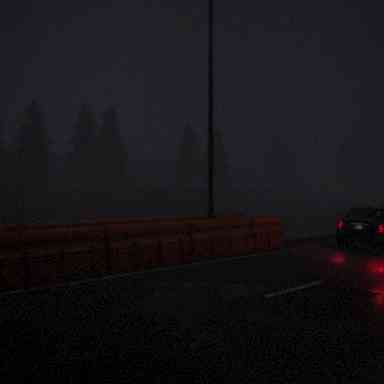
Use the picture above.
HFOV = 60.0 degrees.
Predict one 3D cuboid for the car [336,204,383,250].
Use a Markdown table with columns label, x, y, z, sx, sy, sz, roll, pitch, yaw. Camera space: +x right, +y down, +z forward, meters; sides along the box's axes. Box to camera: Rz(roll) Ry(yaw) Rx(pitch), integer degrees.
| label | x | y | z | sx | sy | sz | roll | pitch | yaw |
| --- | --- | --- | --- | --- | --- | --- | --- | --- | --- |
| car | 8.074 | 1.355 | 13.849 | 4.553 | 1.767 | 2.097 | 0 | 0 | -35 |

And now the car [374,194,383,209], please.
| label | x | y | z | sx | sy | sz | roll | pitch | yaw |
| --- | --- | --- | --- | --- | --- | --- | --- | --- | --- |
| car | 26.988 | 1.231 | 44.812 | 5.566 | 2.045 | 2.150 | 0 | 0 | -37 |
